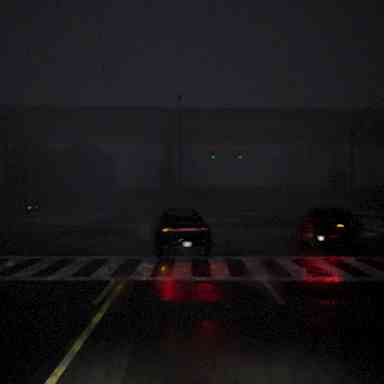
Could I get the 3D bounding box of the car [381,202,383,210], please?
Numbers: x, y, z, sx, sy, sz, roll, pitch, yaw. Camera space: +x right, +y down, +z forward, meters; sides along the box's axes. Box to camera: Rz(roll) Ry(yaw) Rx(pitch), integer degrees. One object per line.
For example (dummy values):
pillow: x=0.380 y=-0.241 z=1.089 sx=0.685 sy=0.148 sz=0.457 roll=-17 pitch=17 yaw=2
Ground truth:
car: x=20.399 y=1.124 z=31.194 sx=5.008 sy=1.535 sz=1.882 roll=0 pitch=1 yaw=0

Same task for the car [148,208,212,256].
car: x=-0.567 y=1.350 z=12.587 sx=2.128 sy=1.511 sz=4.902 roll=0 pitch=1 yaw=-10

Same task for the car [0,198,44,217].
car: x=-14.990 y=1.240 z=27.209 sx=5.357 sy=1.411 sz=2.033 roll=0 pitch=1 yaw=10

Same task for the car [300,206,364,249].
car: x=5.891 y=1.348 z=13.933 sx=1.837 sy=1.490 sz=4.892 roll=-2 pitch=0 yaw=32
